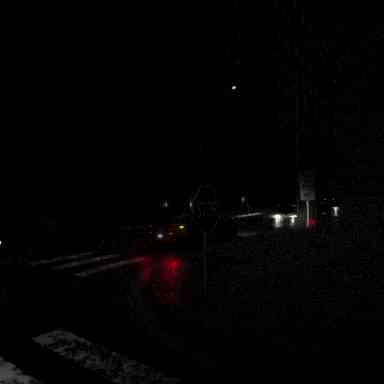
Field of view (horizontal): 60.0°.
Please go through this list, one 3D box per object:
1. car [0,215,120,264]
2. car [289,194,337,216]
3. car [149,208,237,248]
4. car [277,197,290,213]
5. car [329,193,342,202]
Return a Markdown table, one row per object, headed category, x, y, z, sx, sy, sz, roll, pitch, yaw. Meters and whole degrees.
| category | x | y | z | sx | sy | sz | roll | pitch | yaw |
| --- | --- | --- | --- | --- | --- | --- | --- | --- | --- |
| car | -4.955 | 1.555 | 11.909 | 1.895 | 1.301 | 4.718 | -1 | 0 | 36 |
| car | 10.389 | 1.208 | 28.246 | 2.128 | 1.511 | 4.902 | -1 | 0 | 36 |
| car | 0.181 | 1.381 | 13.989 | 1.812 | 1.442 | 4.674 | -1 | 0 | 36 |
| car | 9.929 | 1.228 | 32.648 | 1.882 | 1.535 | 5.008 | -1 | 0 | 36 |
| car | 19.561 | 0.871 | 45.926 | 1.837 | 1.490 | 4.892 | -1 | 0 | 36 |
